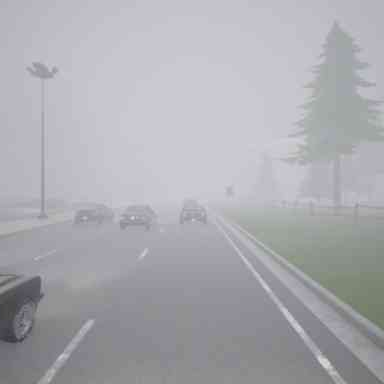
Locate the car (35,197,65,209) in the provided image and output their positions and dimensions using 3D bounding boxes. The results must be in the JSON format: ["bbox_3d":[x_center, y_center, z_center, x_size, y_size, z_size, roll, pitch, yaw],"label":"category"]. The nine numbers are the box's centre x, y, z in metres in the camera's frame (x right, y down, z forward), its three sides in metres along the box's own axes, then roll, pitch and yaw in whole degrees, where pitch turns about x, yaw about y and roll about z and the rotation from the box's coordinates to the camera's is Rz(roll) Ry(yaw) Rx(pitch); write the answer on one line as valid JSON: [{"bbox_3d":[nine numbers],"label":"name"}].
[{"bbox_3d":[-18.975,1.494,45.549,2.128,1.511,4.902,0,0,-1],"label":"car"}]

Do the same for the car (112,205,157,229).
[{"bbox_3d":[-3.401,1.548,21.619,2.033,1.411,5.357,0,0,0],"label":"car"}]

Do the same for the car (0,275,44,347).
[{"bbox_3d":[-3.400,1.601,3.459,1.895,1.301,4.718,0,0,0],"label":"car"}]

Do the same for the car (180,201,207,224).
[{"bbox_3d":[0.087,1.601,24.535,1.895,1.301,4.718,0,0,0],"label":"car"}]

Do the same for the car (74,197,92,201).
[{"bbox_3d":[-15.508,1.479,47.327,1.882,1.535,5.008,0,0,-1],"label":"car"}]

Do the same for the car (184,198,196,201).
[{"bbox_3d":[-0.220,1.504,41.532,1.837,1.490,4.892,0,0,-1],"label":"car"}]

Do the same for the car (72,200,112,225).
[{"bbox_3d":[-6.912,1.526,23.767,1.812,1.442,4.674,0,0,0],"label":"car"}]

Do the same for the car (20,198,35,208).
[{"bbox_3d":[-22.516,1.550,47.764,2.033,1.411,5.357,0,0,-1],"label":"car"}]
